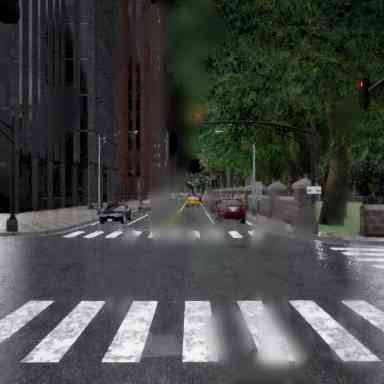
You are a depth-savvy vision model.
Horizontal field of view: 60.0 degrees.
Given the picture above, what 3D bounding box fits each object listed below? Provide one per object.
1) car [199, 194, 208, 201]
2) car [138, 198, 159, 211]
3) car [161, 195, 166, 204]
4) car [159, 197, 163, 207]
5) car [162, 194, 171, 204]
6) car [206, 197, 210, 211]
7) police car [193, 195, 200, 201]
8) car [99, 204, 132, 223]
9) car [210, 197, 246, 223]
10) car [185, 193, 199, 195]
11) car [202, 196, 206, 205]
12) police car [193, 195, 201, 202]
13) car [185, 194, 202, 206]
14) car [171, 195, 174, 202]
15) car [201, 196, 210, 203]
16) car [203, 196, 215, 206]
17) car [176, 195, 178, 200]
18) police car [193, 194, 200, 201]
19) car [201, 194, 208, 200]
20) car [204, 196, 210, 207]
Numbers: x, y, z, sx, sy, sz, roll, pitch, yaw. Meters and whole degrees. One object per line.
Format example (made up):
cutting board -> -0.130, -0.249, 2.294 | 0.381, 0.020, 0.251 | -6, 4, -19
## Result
car -> 3.013, 1.400, 85.268 | 2.192, 1.841, 5.009 | 0, 0, 0
car -> -5.641, 1.579, 41.633 | 2.008, 1.369, 4.403 | 0, 0, 0
car -> -5.609, 1.623, 52.547 | 1.802, 1.307, 4.206 | 0, 0, 0
car -> -5.625, 1.617, 47.090 | 1.802, 1.307, 4.206 | 0, 0, 0
car -> -5.576, 1.635, 63.462 | 1.802, 1.307, 4.206 | 0, 0, 0
car -> 2.868, 1.588, 36.159 | 1.947, 1.339, 4.313 | 0, 0, 0
police car -> 1.135, 1.512, 86.018 | 1.930, 1.638, 5.238 | 0, 0, 0
car -> -5.689, 1.577, 25.262 | 1.947, 1.339, 4.313 | 0, 0, 0
car -> 2.836, 1.326, 25.247 | 2.192, 1.841, 5.009 | 0, 0, 0
car -> 0.192, 1.277, 65.406 | 2.150, 2.045, 5.566 | 0, 0, 0
car -> 2.900, 1.586, 47.072 | 2.008, 1.369, 4.403 | 0, 0, 0
police car -> 1.123, 1.496, 76.018 | 1.930, 1.638, 5.238 | 0, 0, 0
car -> 0.212, 1.522, 55.280 | 1.882, 1.535, 5.008 | 0, 0, 0
car -> -5.560, 1.375, 68.919 | 2.192, 1.841, 5.009 | 0, 0, 0
car -> 2.981, 1.593, 74.524 | 1.752, 1.417, 4.829 | 0, 0, 0
car -> 2.933, 1.487, 57.985 | 1.967, 1.590, 4.097 | 0, 0, 0
car -> -5.496, 1.534, 90.747 | 1.967, 1.590, 4.097 | 0, 0, 0
police car -> 1.171, 1.521, 92.018 | 1.930, 1.638, 5.238 | 0, 0, 0
car -> 2.917, 1.481, 52.529 | 1.967, 1.590, 4.097 | 0, 0, 0
car -> 2.884, 1.579, 41.615 | 2.008, 1.369, 4.403 | 0, 0, 0
